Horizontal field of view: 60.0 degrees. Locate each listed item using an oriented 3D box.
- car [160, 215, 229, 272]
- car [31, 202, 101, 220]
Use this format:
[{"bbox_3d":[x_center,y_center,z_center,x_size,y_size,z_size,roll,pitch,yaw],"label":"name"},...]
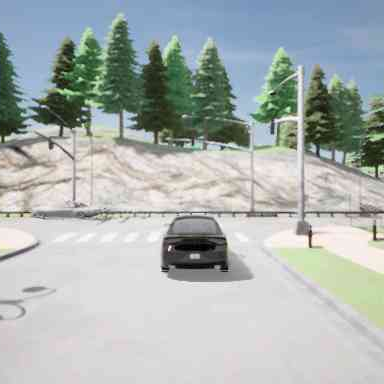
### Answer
[{"bbox_3d":[0.080,1.474,10.872,1.882,1.535,5.008,0,0,0],"label":"car"},{"bbox_3d":[-9.519,1.429,25.242,4.718,1.301,1.895,0,0,0],"label":"car"}]
